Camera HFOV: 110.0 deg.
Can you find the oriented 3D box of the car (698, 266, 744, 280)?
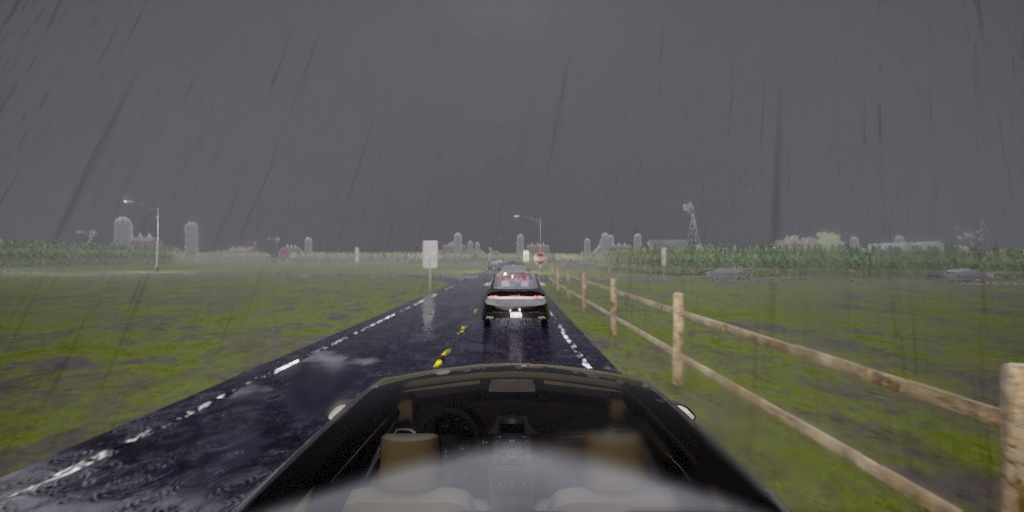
[{"bbox_3d":[21.834,1.754,37.491,4.181,1.385,1.994,1,-1,0],"label":"car"}]

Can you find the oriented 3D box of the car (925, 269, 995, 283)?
[{"bbox_3d":[46.610,2.040,37.321,5.357,1.411,2.033,1,-1,1],"label":"car"}]

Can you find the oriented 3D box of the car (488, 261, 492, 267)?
[{"bbox_3d":[-2.821,1.517,58.260,2.033,1.411,5.357,0,0,0],"label":"car"}]

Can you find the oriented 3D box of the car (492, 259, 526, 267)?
[{"bbox_3d":[0.100,1.191,21.873,2.097,1.767,4.553,0,0,0],"label":"car"}]

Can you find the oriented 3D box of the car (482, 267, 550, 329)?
[{"bbox_3d":[0.100,1.288,11.518,2.128,1.511,4.902,0,0,0],"label":"car"}]
